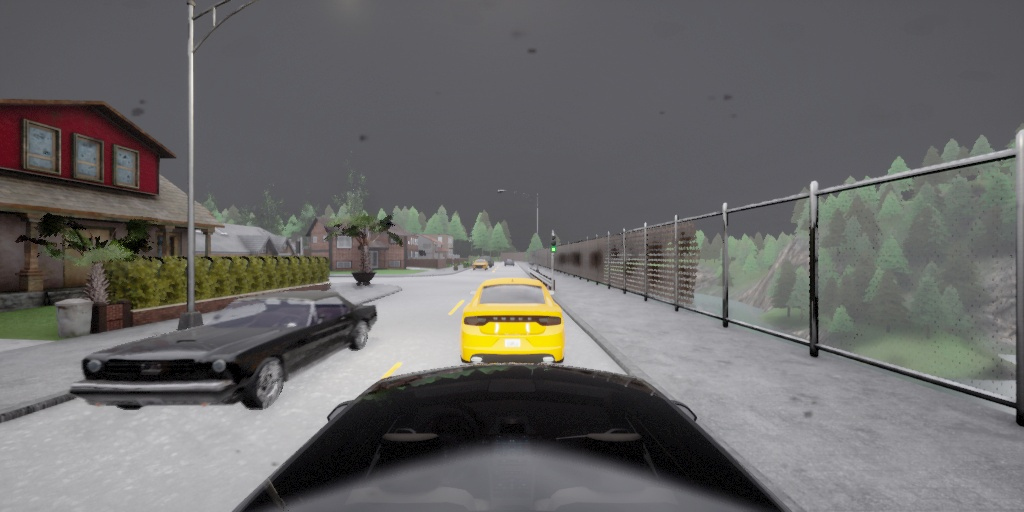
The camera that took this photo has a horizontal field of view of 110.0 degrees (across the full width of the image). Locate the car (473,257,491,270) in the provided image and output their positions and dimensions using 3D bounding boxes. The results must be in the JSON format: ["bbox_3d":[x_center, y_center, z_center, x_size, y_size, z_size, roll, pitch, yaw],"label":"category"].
[{"bbox_3d":[-4.497,1.219,51.417,1.882,1.535,5.008,0,0,0],"label":"car"}]

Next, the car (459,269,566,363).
[{"bbox_3d":[0.009,1.227,8.158,1.882,1.535,5.008,0,0,0],"label":"car"}]

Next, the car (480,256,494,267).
[{"bbox_3d":[-4.558,0.962,61.361,2.150,2.045,5.566,0,0,0],"label":"car"}]

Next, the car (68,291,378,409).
[{"bbox_3d":[-4.102,1.350,6.278,1.895,1.301,4.718,0,0,0],"label":"car"}]
